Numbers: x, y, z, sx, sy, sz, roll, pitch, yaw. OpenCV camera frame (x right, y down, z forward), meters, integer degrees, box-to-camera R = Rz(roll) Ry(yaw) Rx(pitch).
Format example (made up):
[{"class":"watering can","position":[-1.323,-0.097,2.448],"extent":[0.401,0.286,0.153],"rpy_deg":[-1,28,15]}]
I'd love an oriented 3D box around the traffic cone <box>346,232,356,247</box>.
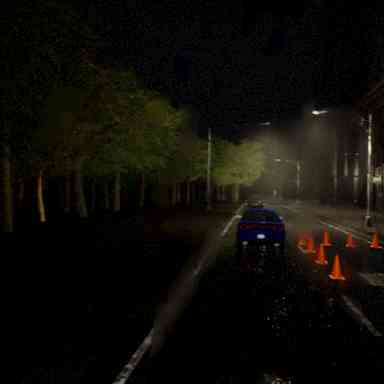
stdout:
[{"class":"traffic cone","position":[6.921,2.058,14.503],"extent":[0.340,0.580,0.340],"rpy_deg":[1,0,10]}]

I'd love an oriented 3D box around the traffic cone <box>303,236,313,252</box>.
[{"class":"traffic cone","position":[4.600,2.013,12.888],"extent":[0.340,0.580,0.340],"rpy_deg":[1,0,10]}]

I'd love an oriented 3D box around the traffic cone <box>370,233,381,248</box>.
[{"class":"traffic cone","position":[7.905,2.080,14.327],"extent":[0.340,0.580,0.340],"rpy_deg":[1,0,10]}]

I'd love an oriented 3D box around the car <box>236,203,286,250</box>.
[{"class":"car","position":[3.004,1.496,14.767],"extent":[1.882,1.535,5.008],"rpy_deg":[1,0,10]}]

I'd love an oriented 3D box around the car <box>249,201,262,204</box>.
[{"class":"car","position":[6.239,1.610,32.819],"extent":[1.994,1.385,4.181],"rpy_deg":[1,0,10]}]

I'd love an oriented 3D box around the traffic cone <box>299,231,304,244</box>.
[{"class":"traffic cone","position":[4.953,2.015,14.857],"extent":[0.340,0.580,0.340],"rpy_deg":[1,0,10]}]

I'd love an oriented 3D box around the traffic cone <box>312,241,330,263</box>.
[{"class":"traffic cone","position":[4.247,2.009,10.919],"extent":[0.340,0.580,0.340],"rpy_deg":[1,0,10]}]

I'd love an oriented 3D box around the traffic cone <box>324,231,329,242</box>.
[{"class":"traffic cone","position":[5.937,2.037,14.680],"extent":[0.340,0.580,0.340],"rpy_deg":[1,0,10]}]

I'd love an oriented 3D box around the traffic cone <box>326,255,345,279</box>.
[{"class":"traffic cone","position":[3.894,2.007,8.951],"extent":[0.340,0.580,0.340],"rpy_deg":[1,0,10]}]
